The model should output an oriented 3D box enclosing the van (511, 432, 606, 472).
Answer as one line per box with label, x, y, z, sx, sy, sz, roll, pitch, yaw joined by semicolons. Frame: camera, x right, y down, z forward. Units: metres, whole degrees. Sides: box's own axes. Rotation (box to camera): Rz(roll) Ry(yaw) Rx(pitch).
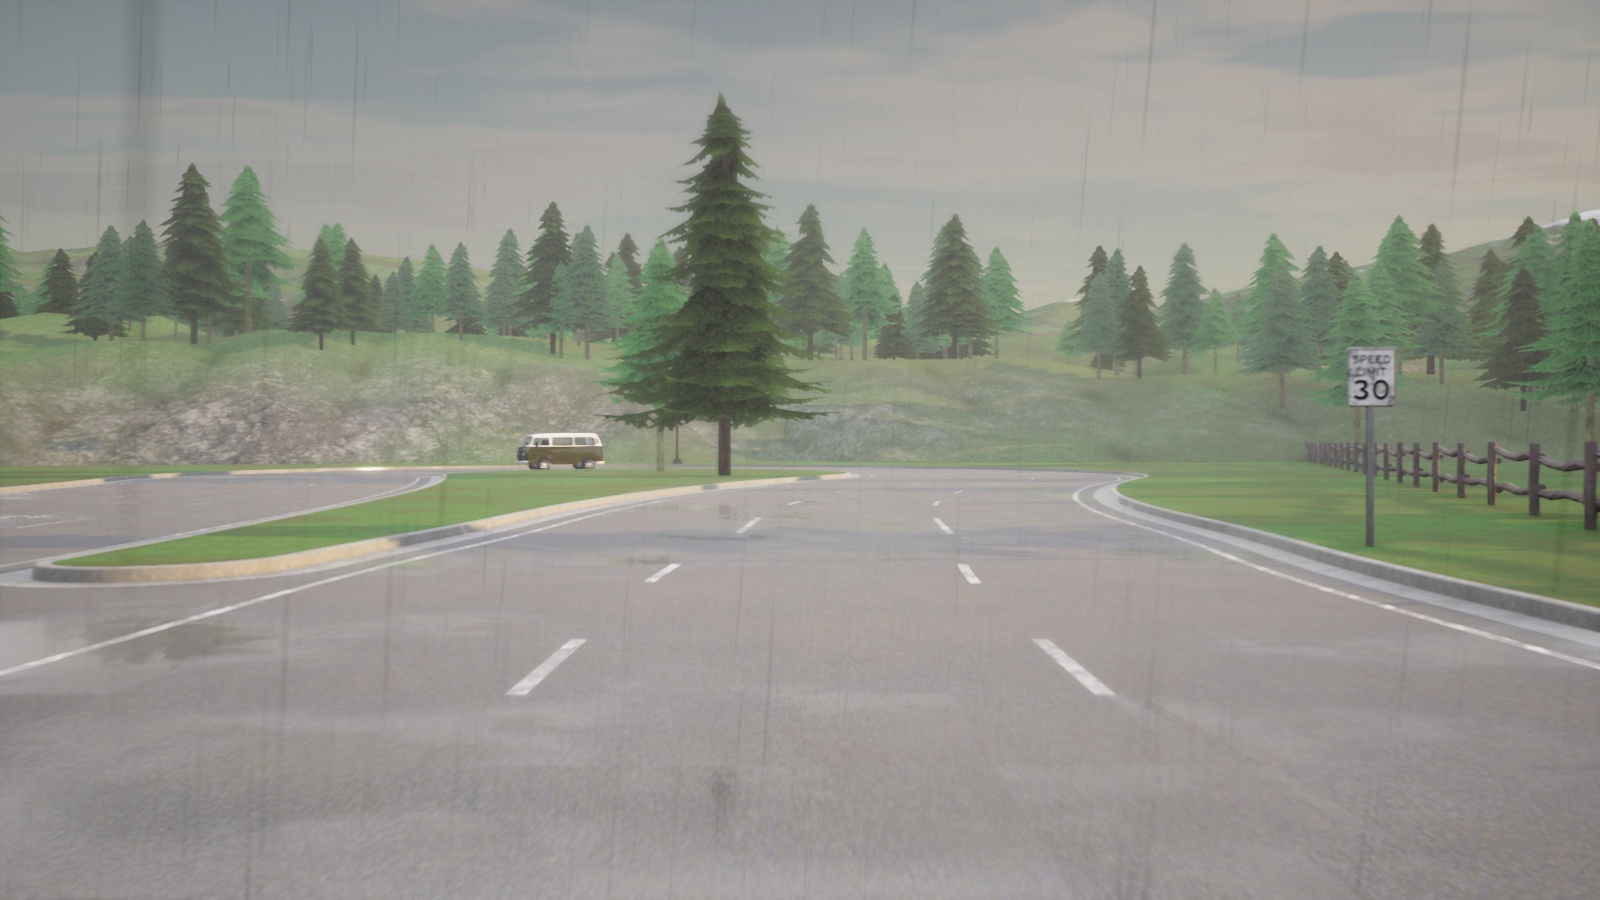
van;-12.766;0.085;66.412;4.480;2.038;2.069;0;0;-29
